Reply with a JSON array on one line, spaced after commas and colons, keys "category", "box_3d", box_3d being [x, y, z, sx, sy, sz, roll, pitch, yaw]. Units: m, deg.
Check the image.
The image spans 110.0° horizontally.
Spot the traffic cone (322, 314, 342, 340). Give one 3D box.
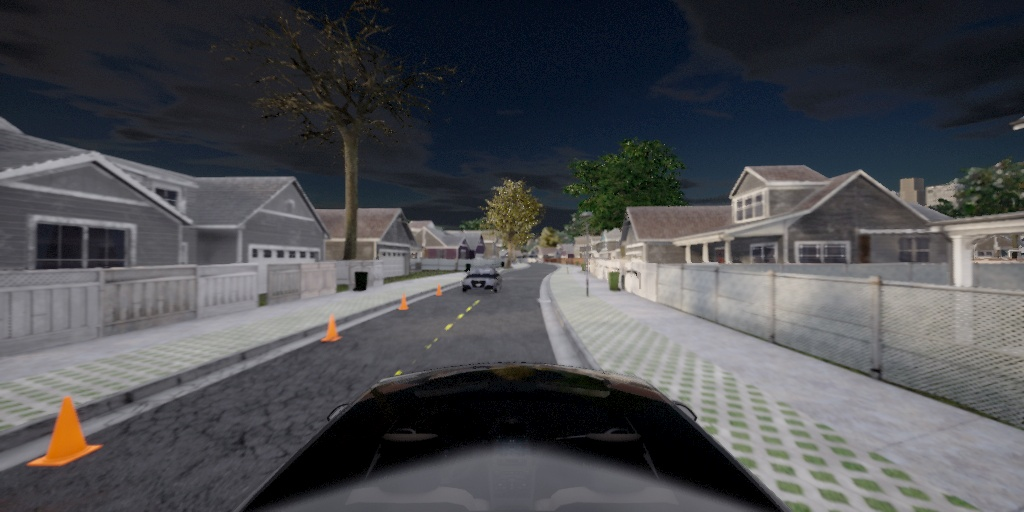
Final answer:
[{"category": "traffic cone", "box_3d": [-4.326, 1.701, 8.621, 0.340, 0.580, 0.340, 0, 0, 2]}]

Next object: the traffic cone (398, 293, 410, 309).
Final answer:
[{"category": "traffic cone", "box_3d": [-4.117, 1.710, 13.667, 0.340, 0.580, 0.340, 0, 0, 3]}]

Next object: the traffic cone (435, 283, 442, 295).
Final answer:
[{"category": "traffic cone", "box_3d": [-3.806, 1.720, 18.709, 0.340, 0.580, 0.340, 0, 0, 4]}]

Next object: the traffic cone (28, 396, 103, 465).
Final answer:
[{"category": "traffic cone", "box_3d": [-4.431, 1.695, 3.571, 0.340, 0.580, 0.340, 0, 0, 1]}]

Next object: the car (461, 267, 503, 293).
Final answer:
[{"category": "car", "box_3d": [-1.652, 1.337, 20.985, 1.994, 1.385, 4.181, 0, 0, 4]}]
